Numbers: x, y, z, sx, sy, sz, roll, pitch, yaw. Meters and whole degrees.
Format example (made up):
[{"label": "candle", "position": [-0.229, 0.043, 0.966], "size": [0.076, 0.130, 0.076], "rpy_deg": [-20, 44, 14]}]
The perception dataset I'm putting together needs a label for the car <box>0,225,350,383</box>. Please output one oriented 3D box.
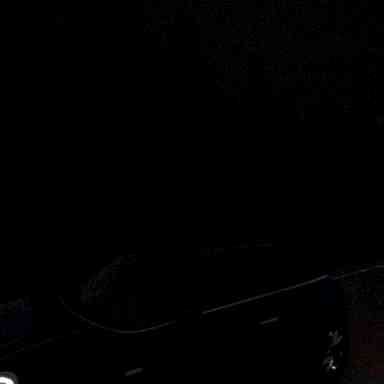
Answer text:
[{"label": "car", "position": [-0.239, 1.351, 3.818], "size": [4.553, 1.767, 2.097], "rpy_deg": [0, 0, -35]}]
